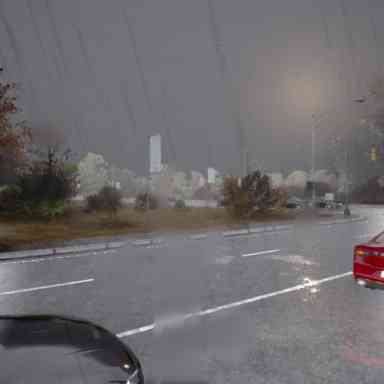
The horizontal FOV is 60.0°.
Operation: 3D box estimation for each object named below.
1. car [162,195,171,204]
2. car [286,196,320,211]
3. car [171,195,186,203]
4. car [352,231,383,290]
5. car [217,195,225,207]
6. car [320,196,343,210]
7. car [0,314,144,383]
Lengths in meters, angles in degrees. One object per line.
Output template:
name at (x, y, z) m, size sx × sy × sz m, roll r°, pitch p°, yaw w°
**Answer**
car at (-6.160, 1.325, 58.895) m, size 1.812 × 1.442 × 4.674 m, roll -1°, pitch 0°, yaw -38°
car at (11.153, 1.277, 37.188) m, size 2.128 × 1.511 × 4.902 m, roll -1°, pitch 0°, yaw -39°
car at (-3.015, 1.262, 60.557) m, size 2.128 × 1.511 × 4.902 m, roll -1°, pitch 0°, yaw -38°
car at (5.815, 1.445, 7.879) m, size 5.008 × 1.535 × 1.882 m, roll 0°, pitch 0°, yaw -35°
car at (5.455, 1.144, 44.309) m, size 2.097 × 1.767 × 4.553 m, roll -1°, pitch 0°, yaw -39°
car at (14.767, 1.247, 38.287) m, size 2.128 × 1.511 × 4.902 m, roll -1°, pitch 0°, yaw -39°
car at (-2.610, 1.492, 1.867) m, size 4.902 × 1.511 × 2.128 m, roll 0°, pitch 0°, yaw -36°
